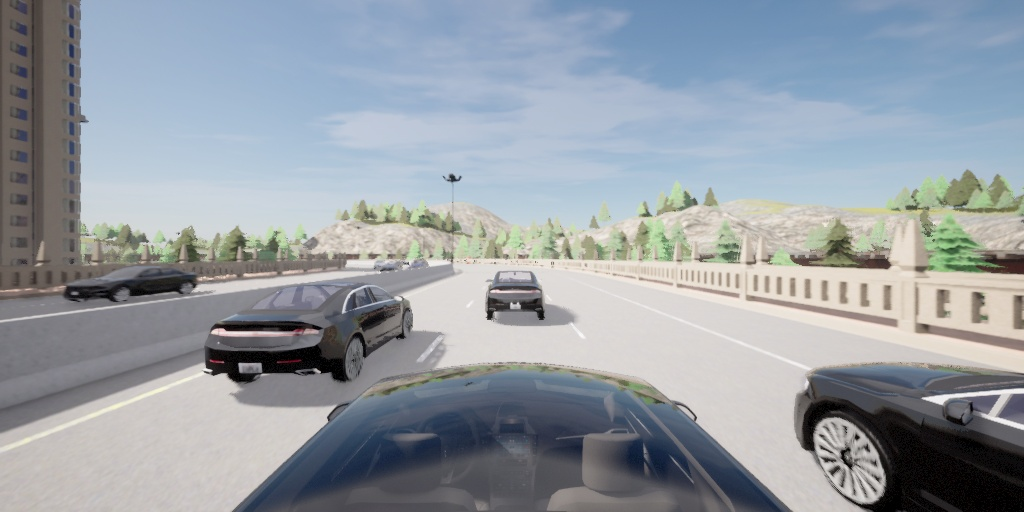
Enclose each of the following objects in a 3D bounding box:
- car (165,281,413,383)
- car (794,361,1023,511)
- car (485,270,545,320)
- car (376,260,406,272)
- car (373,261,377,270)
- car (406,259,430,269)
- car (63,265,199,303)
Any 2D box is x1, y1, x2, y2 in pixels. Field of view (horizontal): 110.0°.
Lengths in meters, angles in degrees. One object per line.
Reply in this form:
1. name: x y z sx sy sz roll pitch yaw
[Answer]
1. car: -3.400 1.242 7.086 2.128 1.511 4.902 0 0 0
2. car: 3.600 1.242 1.419 2.128 1.511 4.902 0 0 0
3. car: 0.100 1.246 12.693 2.128 1.511 4.902 0 0 0
4. car: -14.893 1.372 44.722 2.033 1.411 5.357 0 0 -7
5. car: -21.328 1.421 58.212 1.812 1.442 4.674 0 0 -16
6. car: -11.422 1.174 44.529 2.097 1.767 4.553 0 0 -7
7. car: -17.602 1.236 16.933 1.882 1.535 5.008 0 0 0
